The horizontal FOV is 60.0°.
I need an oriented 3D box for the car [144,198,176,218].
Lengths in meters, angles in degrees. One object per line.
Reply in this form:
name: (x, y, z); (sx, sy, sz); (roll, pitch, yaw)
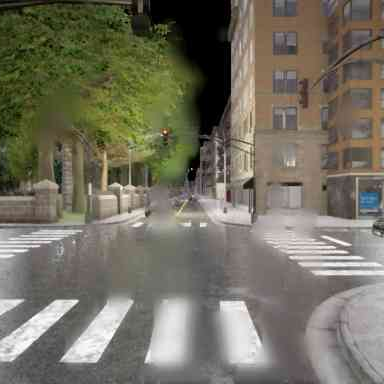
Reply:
car: (-3.004, 1.526, 30.668); (2.033, 1.411, 5.357); (0, 0, 4)

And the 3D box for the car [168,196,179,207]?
car: (-3.004, 1.465, 40.740); (1.837, 1.490, 4.892); (0, 0, 0)

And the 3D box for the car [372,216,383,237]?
car: (11.003, 1.365, 15.589); (4.553, 1.767, 2.097); (0, 0, 0)

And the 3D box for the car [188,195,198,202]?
car: (0.198, 1.424, 70.777); (1.812, 1.442, 4.674); (0, 0, 0)
